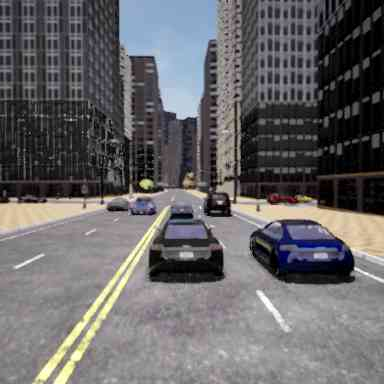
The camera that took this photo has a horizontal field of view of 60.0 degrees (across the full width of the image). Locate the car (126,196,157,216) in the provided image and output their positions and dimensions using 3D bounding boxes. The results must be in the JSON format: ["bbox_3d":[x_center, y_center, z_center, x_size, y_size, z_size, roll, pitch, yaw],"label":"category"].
[{"bbox_3d":[-4.404,1.174,30.672,2.097,1.767,4.553,0,0,-2],"label":"car"}]

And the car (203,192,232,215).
[{"bbox_3d":[2.282,1.029,30.853,2.150,2.045,5.566,0,0,-2],"label":"car"}]

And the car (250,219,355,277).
[{"bbox_3d":[3.056,1.499,10.052,1.994,1.385,4.181,0,0,-2],"label":"car"}]

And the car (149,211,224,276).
[{"bbox_3d":[-0.199,1.505,10.180,1.994,1.385,4.181,0,0,-2],"label":"car"}]

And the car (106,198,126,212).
[{"bbox_3d":[-7.844,1.342,35.992,2.033,1.411,5.357,0,0,-2],"label":"car"}]

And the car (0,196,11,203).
[{"bbox_3d":[-30.308,1.143,51.456,4.206,1.307,1.802,0,1,-1],"label":"car"}]

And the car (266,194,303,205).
[{"bbox_3d":[14.295,1.178,52.536,5.009,1.841,2.192,0,1,-1],"label":"car"}]

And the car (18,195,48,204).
[{"bbox_3d":[-24.623,1.167,51.545,4.313,1.339,1.947,0,1,-1],"label":"car"}]

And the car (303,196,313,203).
[{"bbox_3d":[19.576,1.240,61.036,4.829,1.417,1.752,0,1,-1],"label":"car"}]

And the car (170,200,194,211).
[{"bbox_3d":[-0.831,1.385,27.300,2.033,1.411,5.357,0,0,-2],"label":"car"}]
